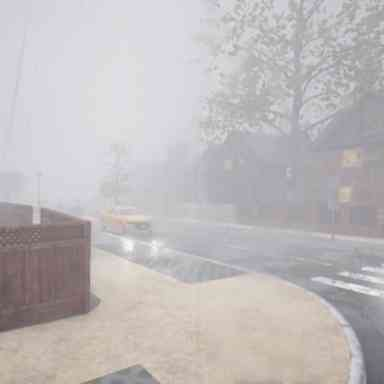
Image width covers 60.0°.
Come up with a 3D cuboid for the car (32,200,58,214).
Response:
[{"bbox_3d":[-18.426,1.791,41.181,2.097,1.767,4.553,1,-1,-34],"label":"car"}]

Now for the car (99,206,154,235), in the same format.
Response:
[{"bbox_3d":[-4.047,1.617,20.070,1.882,1.535,5.008,1,-1,-34],"label":"car"}]

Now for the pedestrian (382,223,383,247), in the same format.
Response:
[{"bbox_3d":[7.742,1.251,13.246,0.375,1.860,0.375,1,0,-34],"label":"pedestrian"}]

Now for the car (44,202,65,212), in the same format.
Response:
[{"bbox_3d":[-20.047,2.179,48.441,1.895,1.301,4.718,1,-1,-34],"label":"car"}]

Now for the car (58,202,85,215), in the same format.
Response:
[{"bbox_3d":[-14.426,1.977,40.336,1.812,1.442,4.674,1,-1,-34],"label":"car"}]
